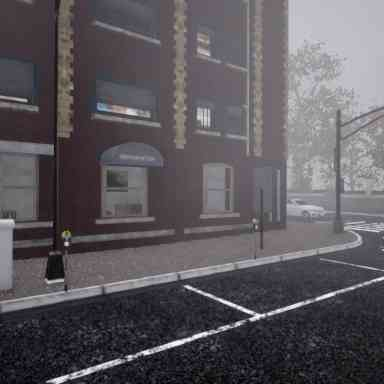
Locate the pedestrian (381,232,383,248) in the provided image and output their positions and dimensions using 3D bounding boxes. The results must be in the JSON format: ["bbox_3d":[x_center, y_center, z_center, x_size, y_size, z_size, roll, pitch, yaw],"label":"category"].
[{"bbox_3d":[7.642,1.296,12.779,0.375,1.860,0.375,0,0,-36],"label":"pedestrian"}]

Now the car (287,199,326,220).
[{"bbox_3d":[8.019,1.256,25.821,1.812,1.442,4.674,0,1,-36],"label":"car"}]
